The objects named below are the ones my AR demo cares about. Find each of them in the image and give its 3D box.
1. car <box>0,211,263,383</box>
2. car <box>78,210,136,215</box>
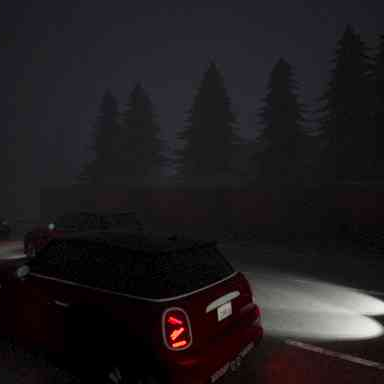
[{"bbox_3d":[-1.364,1.351,4.957,4.553,1.767,2.097,0,0,36],"label":"car"},{"bbox_3d":[-3.426,1.350,10.728,4.553,1.767,2.097,0,0,35],"label":"car"}]
